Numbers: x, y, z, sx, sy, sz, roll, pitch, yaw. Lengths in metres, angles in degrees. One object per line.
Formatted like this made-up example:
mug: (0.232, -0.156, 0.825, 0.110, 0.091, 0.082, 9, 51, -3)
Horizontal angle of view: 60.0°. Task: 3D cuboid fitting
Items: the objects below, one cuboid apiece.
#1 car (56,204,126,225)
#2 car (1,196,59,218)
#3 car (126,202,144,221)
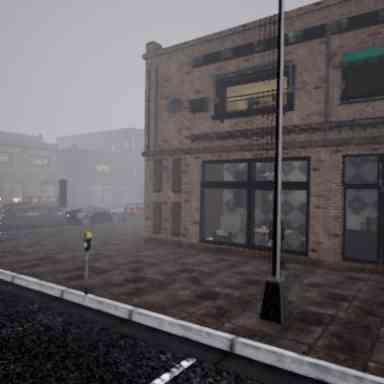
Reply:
car: (-7.446, 1.692, 24.909, 1.947, 1.339, 4.313, 1, 0, 36)
car: (-14.229, 1.265, 29.820, 2.192, 1.841, 5.009, 1, 0, 36)
car: (-4.191, 1.620, 29.403, 1.967, 1.590, 4.097, 1, 0, 36)
